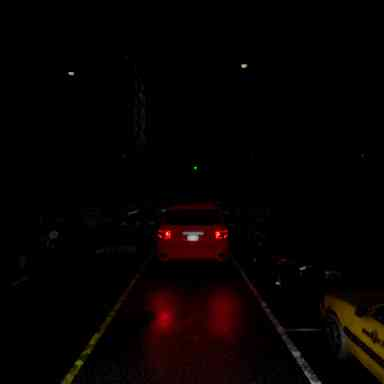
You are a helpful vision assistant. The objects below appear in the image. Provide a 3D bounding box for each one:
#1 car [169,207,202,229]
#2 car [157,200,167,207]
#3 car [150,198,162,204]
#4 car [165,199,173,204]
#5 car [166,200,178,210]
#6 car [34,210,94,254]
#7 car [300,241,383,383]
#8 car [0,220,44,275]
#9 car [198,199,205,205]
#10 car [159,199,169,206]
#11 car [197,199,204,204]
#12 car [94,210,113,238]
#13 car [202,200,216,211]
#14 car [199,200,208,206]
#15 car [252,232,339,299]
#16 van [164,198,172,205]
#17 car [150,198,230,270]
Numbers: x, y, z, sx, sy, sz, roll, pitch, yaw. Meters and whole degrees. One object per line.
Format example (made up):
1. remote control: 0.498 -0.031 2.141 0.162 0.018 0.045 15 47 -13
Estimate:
1. car: -0.590 1.850 24.762 1.994 1.385 4.181 1 -1 -8
2. car: -6.049 2.359 67.663 1.802 1.307 4.206 0 -1 0
3. car: -6.003 1.965 56.792 2.192 1.841 5.009 0 -1 0
4. car: -6.143 2.585 89.412 2.008 1.369 4.403 0 -1 0
5. car: -3.308 2.160 55.511 1.812 1.442 4.674 0 -1 0
6. car: -5.818 1.599 13.929 1.967 1.590 4.097 0 -1 0
7. car: 2.753 1.562 3.223 1.752 1.417 4.829 0 -1 0
8. car: -5.795 1.643 8.471 1.887 1.381 4.507 0 -1 0
9. car: 2.405 2.495 84.181 1.752 1.417 4.829 0 -1 0
10. car: -6.072 2.364 72.931 1.752 1.417 4.829 0 -1 0
11. car: 2.358 2.625 95.056 1.752 1.417 4.829 0 -1 0
12. car: -5.841 1.744 19.214 1.752 1.417 4.829 0 -1 0
13. car: 2.546 2.025 51.390 1.967 1.590 4.097 0 -1 0
14. car: 2.453 2.384 73.137 1.887 1.381 4.507 0 -1 0
15. car: 2.730 1.662 8.509 1.947 1.339 4.313 0 -1 0
16. van: -6.120 2.311 83.977 1.690 1.788 3.998 0 -1 0
17. car: 0.028 1.355 11.681 2.150 2.045 5.566 0 0 0
